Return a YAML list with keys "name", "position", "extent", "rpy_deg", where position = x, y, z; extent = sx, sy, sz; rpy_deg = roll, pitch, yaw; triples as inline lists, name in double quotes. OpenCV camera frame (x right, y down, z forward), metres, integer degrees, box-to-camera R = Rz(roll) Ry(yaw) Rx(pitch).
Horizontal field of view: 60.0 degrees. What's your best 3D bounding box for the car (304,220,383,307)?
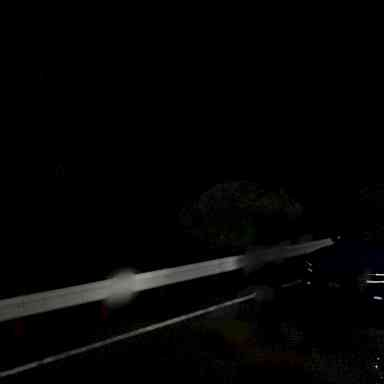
- name: "car"
  position: [4.578, 1.437, 7.761]
  extent: [5.008, 1.535, 1.882]
  rpy_deg: [-1, 0, -39]
